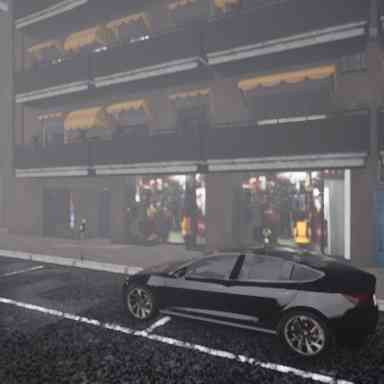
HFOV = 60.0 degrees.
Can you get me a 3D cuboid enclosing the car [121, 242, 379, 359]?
[{"bbox_3d":[0.792,1.563,5.763,4.313,1.339,1.947,0,0,28],"label":"car"}]
